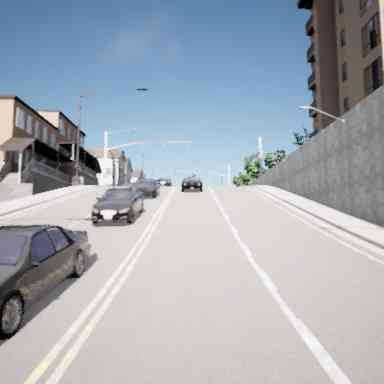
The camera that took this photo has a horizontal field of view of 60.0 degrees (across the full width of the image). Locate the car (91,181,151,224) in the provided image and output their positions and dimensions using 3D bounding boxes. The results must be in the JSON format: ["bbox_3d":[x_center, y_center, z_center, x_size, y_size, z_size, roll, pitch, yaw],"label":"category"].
[{"bbox_3d":[-3.568,0.535,16.605,2.128,1.511,4.902,0,6,0],"label":"car"}]

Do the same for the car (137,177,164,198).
[{"bbox_3d":[-3.563,-0.364,25.547,1.994,1.385,4.181,0,6,0],"label":"car"}]

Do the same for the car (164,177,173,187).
[{"bbox_3d":[-3.501,-1.202,43.103,2.128,1.511,4.902,0,-2,0],"label":"car"}]

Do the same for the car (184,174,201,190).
[{"bbox_3d":[0.050,-1.294,44.582,2.097,1.767,4.553,0,-3,0],"label":"car"}]

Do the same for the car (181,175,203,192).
[{"bbox_3d":[0.018,-0.815,30.230,1.895,1.301,4.718,0,5,0],"label":"car"}]

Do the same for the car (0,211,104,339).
[{"bbox_3d":[-3.585,1.413,6.659,2.033,1.411,5.357,0,3,0],"label":"car"}]
